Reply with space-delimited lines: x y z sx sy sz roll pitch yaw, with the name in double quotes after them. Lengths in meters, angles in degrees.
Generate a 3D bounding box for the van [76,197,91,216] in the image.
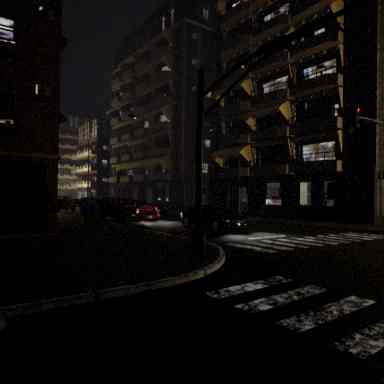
-8.793 1.354 29.960 1.690 1.788 3.998 1 -1 -35 "van"

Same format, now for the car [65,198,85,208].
-18.889 1.726 53.624 1.837 1.490 4.892 1 -1 -35 "car"

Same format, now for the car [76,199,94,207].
-18.454 1.866 57.271 1.802 1.307 4.206 1 -1 -35 "car"

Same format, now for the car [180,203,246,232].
1.155 1.527 20.215 1.837 1.490 4.892 1 -1 -36 "car"

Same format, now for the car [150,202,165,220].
-4.569 1.404 28.263 2.097 1.767 4.553 1 -1 -35 "car"

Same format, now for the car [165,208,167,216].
-4.172 1.689 32.801 1.994 1.385 4.181 1 -1 -35 "car"

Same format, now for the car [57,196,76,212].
-15.229 1.368 39.067 2.192 1.841 5.009 1 -1 -35 "car"

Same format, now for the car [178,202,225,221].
0.758 1.685 30.093 1.752 1.417 4.829 1 -1 -35 "car"

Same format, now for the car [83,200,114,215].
-10.272 1.650 36.332 1.994 1.385 4.181 1 -1 -35 "car"

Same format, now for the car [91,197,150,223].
-5.574 1.309 25.408 2.192 1.841 5.009 1 -1 -35 "car"
